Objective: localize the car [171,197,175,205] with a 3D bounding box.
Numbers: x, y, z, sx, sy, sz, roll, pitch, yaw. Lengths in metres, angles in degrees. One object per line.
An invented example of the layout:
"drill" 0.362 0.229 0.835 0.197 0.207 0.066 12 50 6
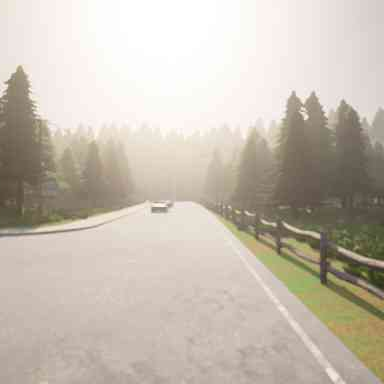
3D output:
"car" -3.970 1.687 49.668 1.994 1.385 4.181 0 0 -2

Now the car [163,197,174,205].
"car" -4.325 1.659 62.010 1.837 1.490 4.892 0 0 -2

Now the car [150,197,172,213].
"car" -3.743 1.640 38.913 2.033 1.411 5.357 0 0 -1
